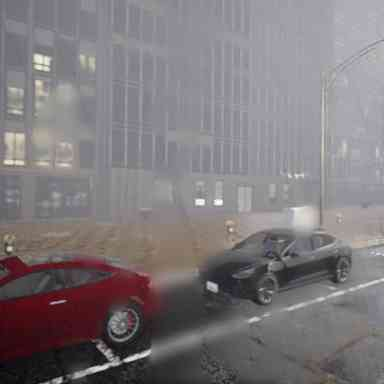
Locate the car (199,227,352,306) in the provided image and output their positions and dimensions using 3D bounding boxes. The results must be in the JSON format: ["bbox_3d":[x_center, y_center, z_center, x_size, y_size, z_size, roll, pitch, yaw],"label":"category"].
[{"bbox_3d":[2.198,1.585,8.116,4.313,1.339,1.947,0,0,-35],"label":"car"}]

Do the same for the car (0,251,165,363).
[{"bbox_3d":[-2.402,1.585,4.838,4.206,1.307,1.802,0,0,-35],"label":"car"}]
